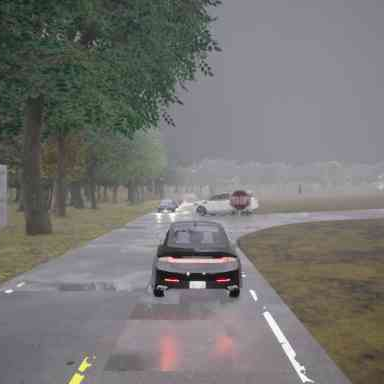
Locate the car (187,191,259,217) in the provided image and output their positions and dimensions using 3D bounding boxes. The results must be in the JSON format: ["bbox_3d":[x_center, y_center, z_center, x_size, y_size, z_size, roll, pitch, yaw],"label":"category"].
[{"bbox_3d":[2.794,1.006,27.829,5.566,2.045,2.150,-3,-1,32],"label":"car"}]

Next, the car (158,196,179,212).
[{"bbox_3d":[-2.853,1.545,38.193,1.812,1.442,4.674,0,0,0],"label":"car"}]

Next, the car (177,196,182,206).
[{"bbox_3d":[-2.842,1.537,47.608,1.837,1.490,4.892,0,0,0],"label":"car"}]

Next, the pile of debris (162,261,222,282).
[{"bbox_3d":[-0.002,2.175,9.204,1.500,0.140,1.860,0,0,0],"label":"pile of debris"}]

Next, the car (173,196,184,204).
[{"bbox_3d":[-2.769,1.615,68.942,2.033,1.411,5.357,0,0,0],"label":"car"}]

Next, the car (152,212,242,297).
[{"bbox_3d":[0.092,1.490,8.534,2.128,1.511,4.902,0,0,0],"label":"car"}]

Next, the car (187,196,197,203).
[{"bbox_3d":[-0.016,1.538,69.974,1.882,1.535,5.008,0,0,0],"label":"car"}]

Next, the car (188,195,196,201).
[{"bbox_3d":[-0.018,1.431,80.395,1.812,1.442,4.674,0,0,0],"label":"car"}]
